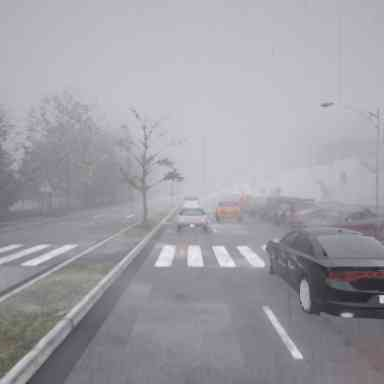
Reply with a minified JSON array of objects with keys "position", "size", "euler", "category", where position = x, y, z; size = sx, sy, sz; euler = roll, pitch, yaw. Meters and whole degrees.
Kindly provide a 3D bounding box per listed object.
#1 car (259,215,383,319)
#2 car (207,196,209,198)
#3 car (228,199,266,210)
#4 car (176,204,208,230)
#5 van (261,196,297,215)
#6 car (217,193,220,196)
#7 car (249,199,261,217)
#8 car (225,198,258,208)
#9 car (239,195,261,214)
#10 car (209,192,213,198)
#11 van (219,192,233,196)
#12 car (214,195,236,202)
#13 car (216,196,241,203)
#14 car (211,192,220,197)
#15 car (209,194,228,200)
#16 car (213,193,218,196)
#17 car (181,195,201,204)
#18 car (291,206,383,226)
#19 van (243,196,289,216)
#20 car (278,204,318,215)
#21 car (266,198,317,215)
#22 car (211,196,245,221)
[{"position":[3.066,1.546,7.710],"size":[1.882,1.535,5.008],"euler":[0,0,0],"category":"car"},{"position":[7.688,1.137,88.908],"size":[5.566,2.045,2.435],"euler":[1,0,-20],"category":"car"},{"position":[7.823,1.746,47.116],"size":[4.792,1.488,2.163],"euler":[1,0,-20],"category":"car"},{"position":[-0.001,1.700,21.861],"size":[1.895,1.301,4.718],"euler":[0,0,0],"category":"car"},{"position":[8.062,1.442,26.285],"size":[4.442,1.987,1.878],"euler":[1,-1,-20],"category":"van"},{"position":[7.754,1.513,62.043],"size":[4.553,1.767,2.185],"euler":[1,0,-20],"category":"car"},{"position":[7.929,1.677,29.223],"size":[4.892,1.521,2.231],"euler":[1,-1,-20],"category":"car"},{"position":[7.849,1.732,53.113],"size":[4.792,1.488,2.163],"euler":[1,0,-20],"category":"car"},{"position":[7.901,1.436,32.192],"size":[5.566,2.045,2.435],"euler":[1,0,-20],"category":"car"},{"position":[7.681,1.410,85.908],"size":[4.892,1.521,2.231],"euler":[1,1,-20],"category":"car"},{"position":[7.692,1.438,59.015],"size":[4.442,1.987,1.878],"euler":[1,1,-20],"category":"van"},{"position":[7.708,1.523,76.969],"size":[4.674,1.452,2.002],"euler":[1,0,-20],"category":"car"},{"position":[7.766,1.575,71.016],"size":[4.792,1.488,2.163],"euler":[1,0,-20],"category":"car"},{"position":[7.553,1.506,73.919],"size":[5.366,1.575,1.946],"euler":[1,1,-20],"category":"car"},{"position":[7.623,1.356,94.860],"size":[4.892,1.521,2.231],"euler":[1,0,-20],"category":"car"},{"position":[7.580,1.572,67.953],"size":[5.366,1.575,1.946],"euler":[1,1,-20],"category":"car"},{"position":[-0.088,1.388,40.313],"size":[2.150,2.045,5.566],"euler":[0,0,0],"category":"car"},{"position":[7.966,1.660,17.257],"size":[4.792,1.488,2.163],"euler":[1,0,-20],"category":"car"},{"position":[7.803,1.471,35.145],"size":[4.442,1.987,1.878],"euler":[1,0,-20],"category":"van"},{"position":[7.972,1.683,20.276],"size":[4.674,1.452,2.002],"euler":[1,-1,-20],"category":"car"},{"position":[7.936,1.528,23.249],"size":[4.553,1.767,2.185],"euler":[1,-1,-20],"category":"car"},{"position":[2.968,1.500,28.706],"size":[2.097,1.767,4.553],"euler":[0,0,0],"category":"car"}]
